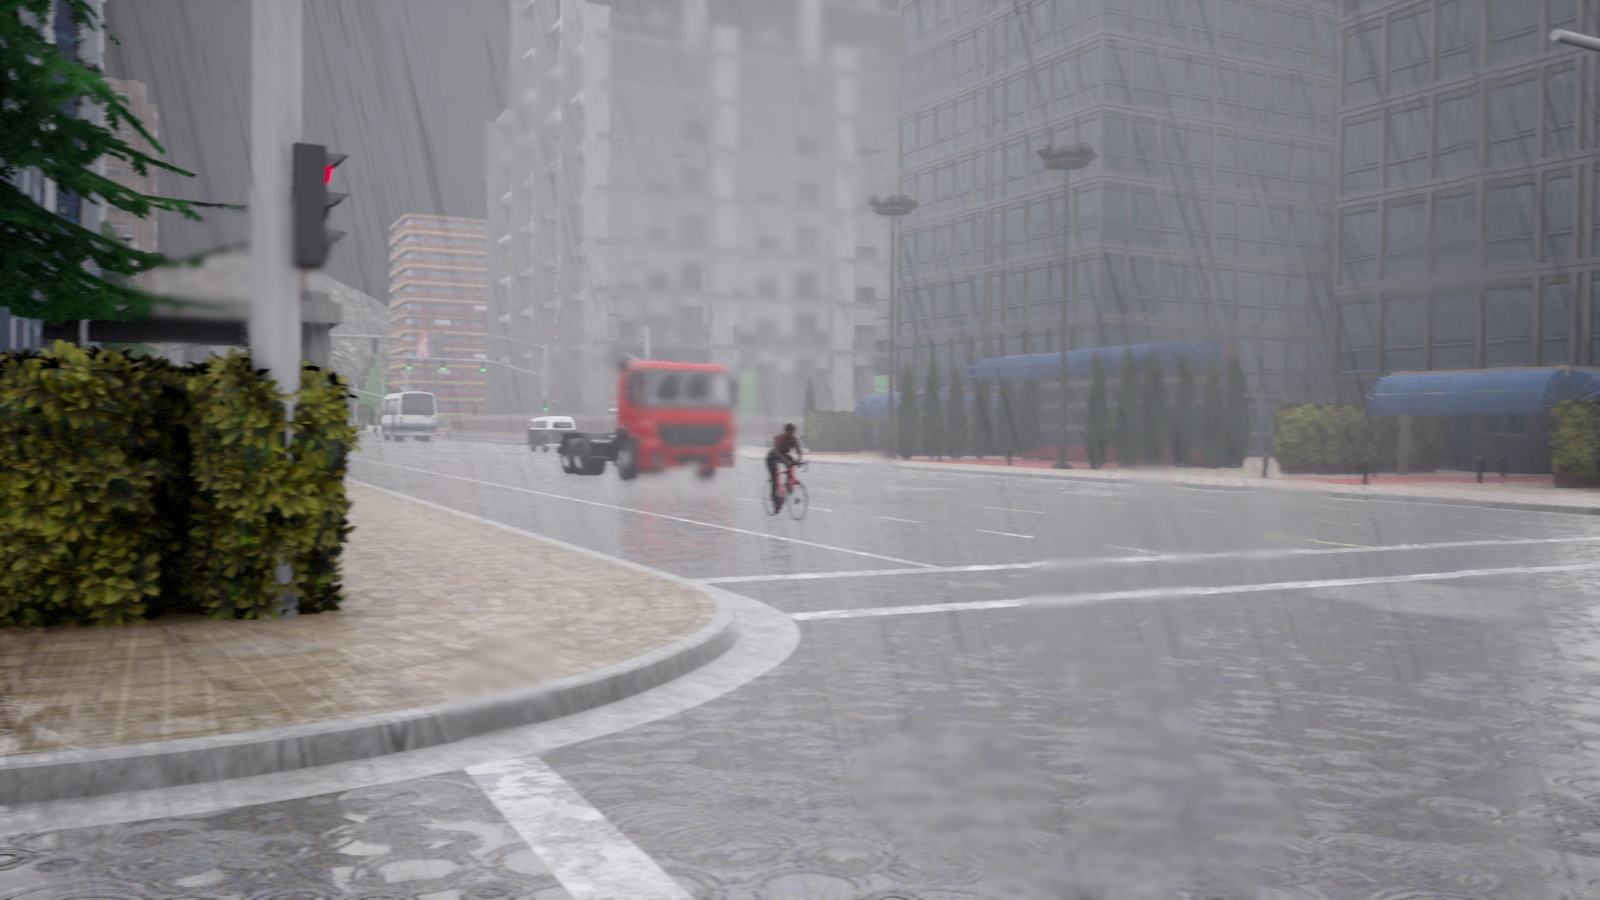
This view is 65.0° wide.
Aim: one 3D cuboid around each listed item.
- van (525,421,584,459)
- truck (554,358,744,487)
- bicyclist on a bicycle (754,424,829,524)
[{"bbox_3d":[-13.915,-0.577,71.085,2.069,2.038,4.480,-1,1,-27],"label":"van"},{"bbox_3d":[-4.774,-0.799,38.001,2.891,3.462,7.936,-1,1,-29],"label":"truck"},{"bbox_3d":[-0.164,0.379,21.334,0.582,1.620,1.656,-1,1,-27],"label":"bicyclist on a bicycle"}]
